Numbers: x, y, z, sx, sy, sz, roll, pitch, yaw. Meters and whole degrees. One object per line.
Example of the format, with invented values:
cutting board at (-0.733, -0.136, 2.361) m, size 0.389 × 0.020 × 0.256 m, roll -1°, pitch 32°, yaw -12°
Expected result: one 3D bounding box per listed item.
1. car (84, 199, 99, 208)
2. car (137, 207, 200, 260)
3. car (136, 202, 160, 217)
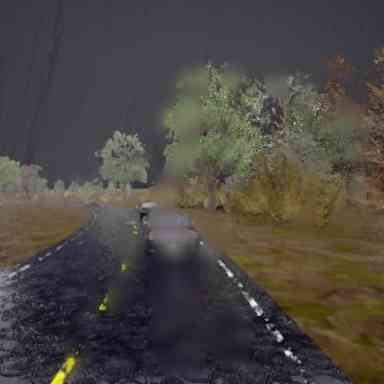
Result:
car at (-16.550, 1.846, 54.497) m, size 2.033 × 1.411 × 5.357 m, roll 0°, pitch 0°, yaw -26°
car at (-0.841, 1.537, 12.740) m, size 2.128 × 1.511 × 4.902 m, roll 0°, pitch 0°, yaw -7°
car at (-3.750, 1.596, 28.826) m, size 1.882 × 1.535 × 5.008 m, roll 0°, pitch 0°, yaw -14°
